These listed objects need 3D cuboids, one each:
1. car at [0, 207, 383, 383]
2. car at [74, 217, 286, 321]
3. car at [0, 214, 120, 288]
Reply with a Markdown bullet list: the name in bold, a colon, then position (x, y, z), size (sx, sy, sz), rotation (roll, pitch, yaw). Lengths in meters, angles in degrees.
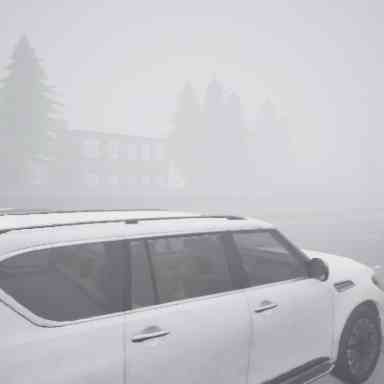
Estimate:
- **car**: position (-0.039, 1.223, 3.720), size (5.566, 2.045, 2.150), rotation (0, 0, -36)
- **car**: position (-0.065, 1.507, 7.999), size (4.892, 1.490, 1.837), rotation (0, 0, -35)
- **car**: position (-4.689, 1.492, 8.997), size (4.902, 1.511, 2.128), rotation (0, 0, -35)
